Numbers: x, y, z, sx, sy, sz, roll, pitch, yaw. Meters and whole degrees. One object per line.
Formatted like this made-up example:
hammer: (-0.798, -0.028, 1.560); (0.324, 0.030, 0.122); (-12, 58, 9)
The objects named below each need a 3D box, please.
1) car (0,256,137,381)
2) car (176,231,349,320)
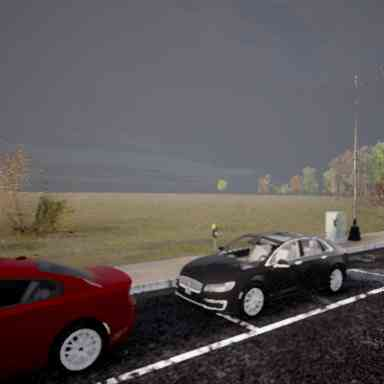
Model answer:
car: (-2.893, 1.544, 4.026); (4.507, 1.381, 1.887); (0, 0, -35)
car: (1.715, 1.576, 7.303); (4.403, 1.369, 2.008); (0, 0, -35)
